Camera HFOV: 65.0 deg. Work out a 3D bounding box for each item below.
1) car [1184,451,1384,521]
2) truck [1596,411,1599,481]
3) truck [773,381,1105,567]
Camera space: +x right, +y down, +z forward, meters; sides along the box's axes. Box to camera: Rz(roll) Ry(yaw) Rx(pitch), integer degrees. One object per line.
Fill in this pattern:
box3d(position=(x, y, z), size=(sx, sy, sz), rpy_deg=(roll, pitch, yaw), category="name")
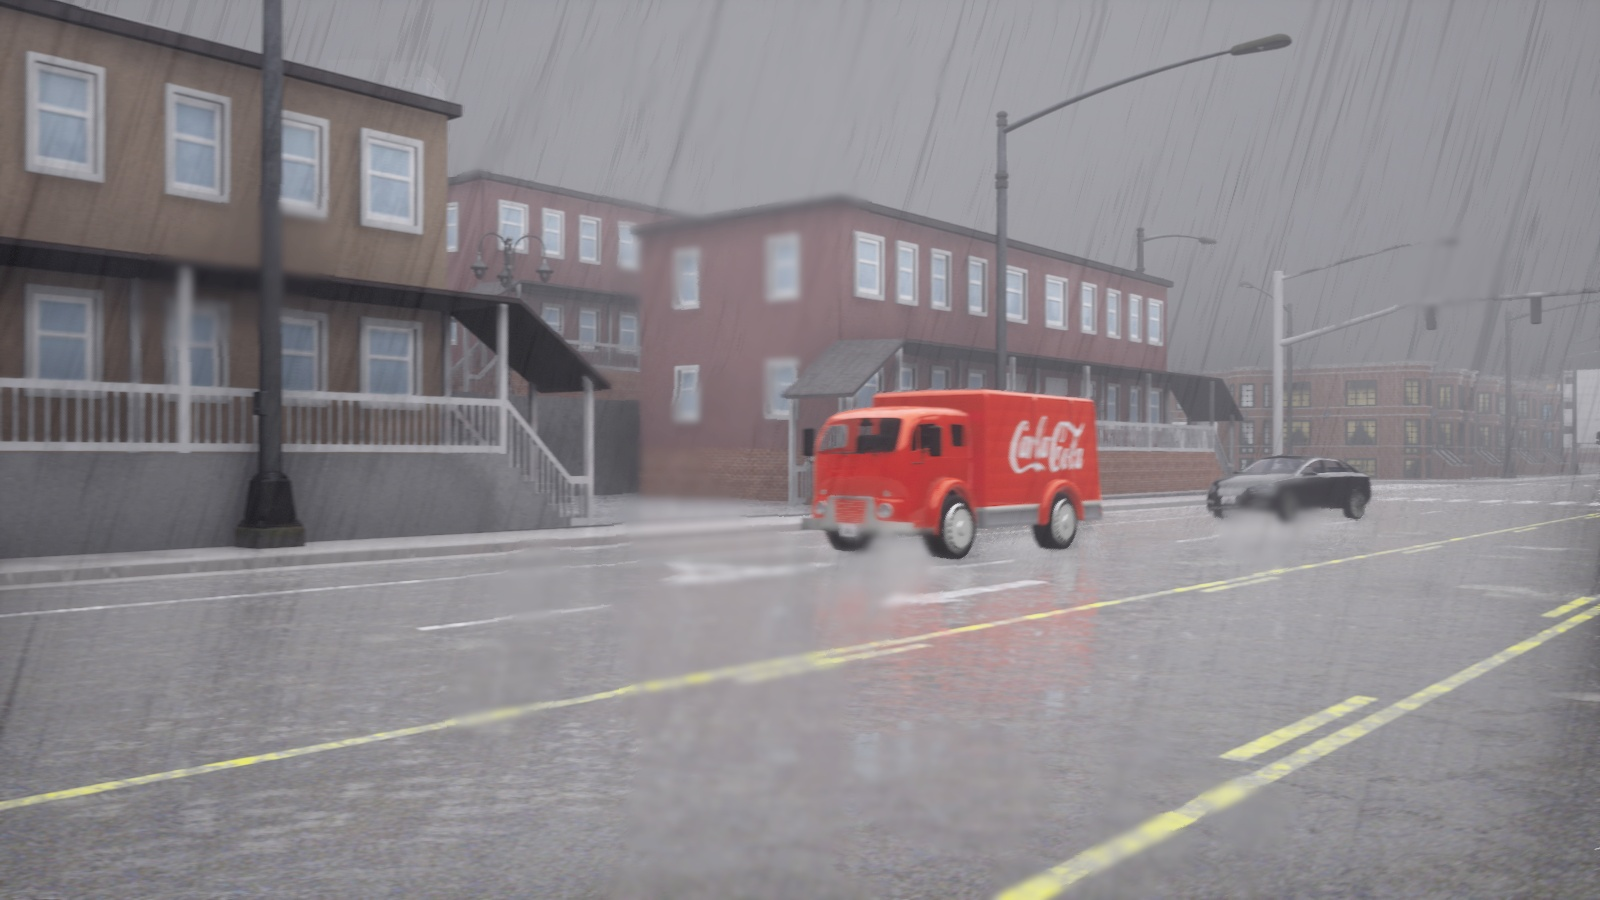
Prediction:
box3d(position=(11.372, 0.790, 29.376), size=(4.902, 1.511, 2.128), rpy_deg=(0, 0, -38), category="car")
box3d(position=(47.622, -0.216, 71.251), size=(2.891, 3.827, 8.468), rpy_deg=(0, 0, 41), category="truck")
box3d(position=(2.301, 0.321, 19.482), size=(2.627, 2.467, 5.204), rpy_deg=(0, 0, 41), category="truck")
